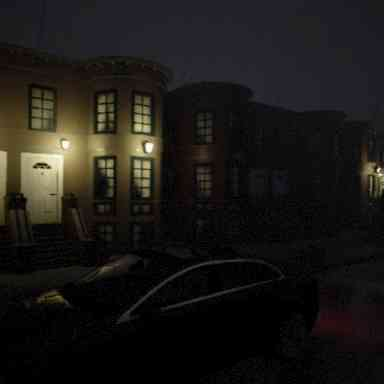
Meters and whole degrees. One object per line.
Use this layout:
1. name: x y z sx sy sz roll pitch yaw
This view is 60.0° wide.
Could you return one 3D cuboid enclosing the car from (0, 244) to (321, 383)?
1. car: -0.321 1.512 4.378 4.902 1.511 2.128 1 0 -36
